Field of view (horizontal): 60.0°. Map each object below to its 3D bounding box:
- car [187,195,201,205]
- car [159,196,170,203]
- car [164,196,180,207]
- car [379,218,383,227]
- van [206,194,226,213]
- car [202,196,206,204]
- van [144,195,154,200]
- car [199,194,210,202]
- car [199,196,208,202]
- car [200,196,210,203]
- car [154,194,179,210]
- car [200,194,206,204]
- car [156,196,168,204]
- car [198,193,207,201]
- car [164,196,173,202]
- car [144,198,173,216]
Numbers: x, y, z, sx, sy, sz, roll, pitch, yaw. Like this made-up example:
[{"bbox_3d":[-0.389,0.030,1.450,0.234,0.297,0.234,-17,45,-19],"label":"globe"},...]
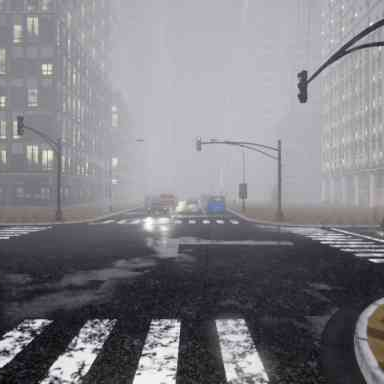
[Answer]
[{"bbox_3d":[0.073,1.599,57.076,1.895,1.301,4.718,0,0,0],"label":"car"},{"bbox_3d":[-5.662,1.548,69.205,2.008,1.369,4.403,0,0,0],"label":"car"},{"bbox_3d":[-3.132,1.491,53.256,2.128,1.511,4.902,0,0,0],"label":"car"},{"bbox_3d":[14.398,1.685,20.126,5.357,1.411,2.033,0,0,-1],"label":"car"},{"bbox_3d":[2.696,1.341,35.940,1.690,1.788,3.998,0,0,0],"label":"van"},{"bbox_3d":[2.628,1.544,41.479,1.887,1.381,4.507,0,0,0],"label":"car"},{"bbox_3d":[-5.752,1.340,47.049,1.690,1.788,3.998,0,0,0],"label":"van"},{"bbox_3d":[2.742,1.311,74.712,2.192,1.841,5.009,0,0,0],"label":"car"},{"bbox_3d":[2.764,1.561,80.251,1.947,1.339,4.313,0,0,0],"label":"car"},{"bbox_3d":[2.718,1.542,69.172,1.887,1.381,4.507,0,0,0],"label":"car"},{"bbox_3d":[-3.174,1.221,42.952,2.150,2.045,5.566,0,0,1],"label":"car"},{"bbox_3d":[2.696,1.313,63.633,2.192,1.841,5.009,0,0,0],"label":"car"},{"bbox_3d":[-5.685,1.564,63.667,1.947,1.339,4.313,0,0,0],"label":"car"},{"bbox_3d":[2.788,1.309,85.790,2.192,1.841,5.009,0,0,0],"label":"car"},{"bbox_3d":[-5.616,1.577,80.285,1.802,1.307,4.206,0,0,0],"label":"car"},{"bbox_3d":[-3.223,1.600,32.908,1.895,1.301,4.718,0,0,0],"label":"car"}]
